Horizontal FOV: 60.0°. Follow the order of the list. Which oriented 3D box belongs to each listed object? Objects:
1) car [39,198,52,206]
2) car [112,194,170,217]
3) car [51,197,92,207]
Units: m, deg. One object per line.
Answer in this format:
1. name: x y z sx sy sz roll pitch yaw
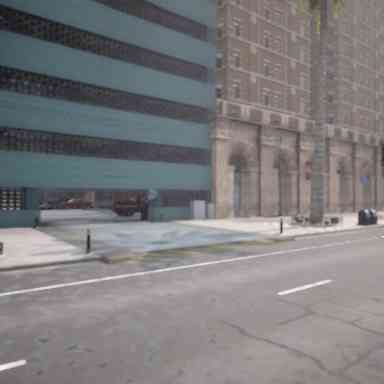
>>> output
1. car: -22.834 1.580 55.284 4.786 1.482 2.161 1 0 -36
2. car: -4.676 1.186 31.275 5.566 2.045 2.435 1 0 -36
3. car: -16.302 1.621 45.688 4.718 1.301 1.895 1 0 -36
